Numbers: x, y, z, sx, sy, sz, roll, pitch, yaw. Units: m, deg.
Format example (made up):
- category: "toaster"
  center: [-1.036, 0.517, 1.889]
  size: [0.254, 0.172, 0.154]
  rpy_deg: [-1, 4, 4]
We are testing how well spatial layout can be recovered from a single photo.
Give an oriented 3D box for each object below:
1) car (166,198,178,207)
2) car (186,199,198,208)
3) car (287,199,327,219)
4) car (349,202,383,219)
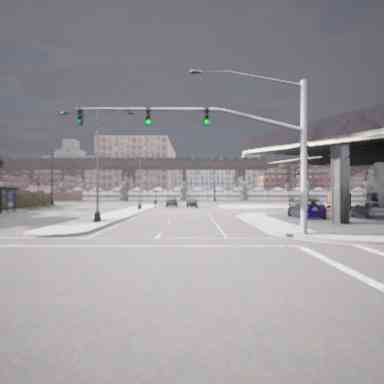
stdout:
- category: "car"
  center: [-3.407, 1.731, 56.565]
  size: [2.128, 1.511, 4.902]
  rpy_deg: [0, 0, 0]
- category: "car"
  center: [-0.002, 1.774, 53.598]
  size: [2.033, 1.411, 5.357]
  rpy_deg: [0, 0, 0]
- category: "car"
  center: [9.706, 1.415, 28.355]
  size: [2.242, 1.667, 4.611]
  rpy_deg: [0, 0, 0]
- category: "car"
  center: [15.451, 1.578, 29.118]
  size: [1.970, 1.475, 3.806]
  rpy_deg: [0, 0, 0]
